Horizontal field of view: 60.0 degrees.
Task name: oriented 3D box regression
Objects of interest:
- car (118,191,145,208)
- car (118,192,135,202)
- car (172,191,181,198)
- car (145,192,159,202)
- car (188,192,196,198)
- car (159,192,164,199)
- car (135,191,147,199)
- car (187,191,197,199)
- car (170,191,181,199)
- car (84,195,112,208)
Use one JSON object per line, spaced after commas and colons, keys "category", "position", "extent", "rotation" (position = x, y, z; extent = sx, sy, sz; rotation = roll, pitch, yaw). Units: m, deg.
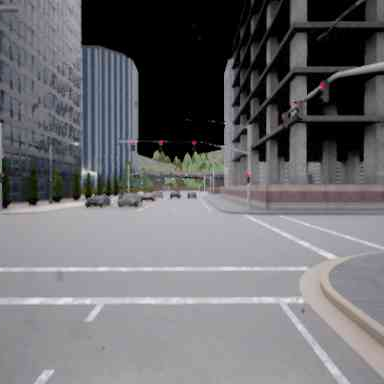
{"category": "car", "position": [-7.091, 0.859, 38.149], "extent": [2.097, 1.767, 4.553], "rotation": [0, 1, 0]}
{"category": "car", "position": [-10.565, 0.810, 53.887], "extent": [1.837, 1.490, 4.892], "rotation": [0, 0, 0]}
{"category": "car", "position": [-3.502, 0.520, 76.500], "extent": [1.812, 1.442, 4.674], "rotation": [0, 1, 0]}
{"category": "car", "position": [-7.064, 0.778, 54.173], "extent": [1.882, 1.535, 5.008], "rotation": [0, 1, 0]}
{"category": "car", "position": [-0.002, 0.591, 76.531], "extent": [1.895, 1.301, 4.718], "rotation": [0, 1, 0]}
{"category": "car", "position": [-7.002, 0.649, 69.192], "extent": [1.994, 1.385, 4.181], "rotation": [0, 1, 0]}
{"category": "car", "position": [-10.502, 0.625, 68.937], "extent": [1.812, 1.442, 4.674], "rotation": [0, 1, 0]}
{"category": "car", "position": [-0.002, 0.623, 67.426], "extent": [2.128, 1.511, 4.902], "rotation": [0, 1, 0]}
{"category": "car", "position": [-3.502, 0.633, 67.427], "extent": [1.837, 1.490, 4.892], "rotation": [0, 1, 0]}
{"category": "car", "position": [-10.593, 1.056, 37.954], "extent": [2.033, 1.411, 5.357], "rotation": [0, 1, 0]}
